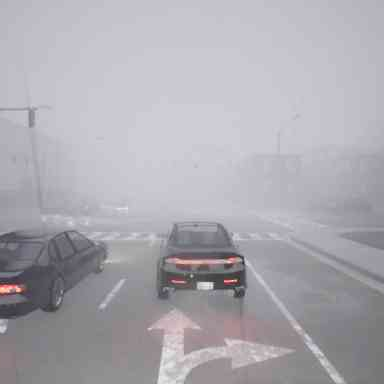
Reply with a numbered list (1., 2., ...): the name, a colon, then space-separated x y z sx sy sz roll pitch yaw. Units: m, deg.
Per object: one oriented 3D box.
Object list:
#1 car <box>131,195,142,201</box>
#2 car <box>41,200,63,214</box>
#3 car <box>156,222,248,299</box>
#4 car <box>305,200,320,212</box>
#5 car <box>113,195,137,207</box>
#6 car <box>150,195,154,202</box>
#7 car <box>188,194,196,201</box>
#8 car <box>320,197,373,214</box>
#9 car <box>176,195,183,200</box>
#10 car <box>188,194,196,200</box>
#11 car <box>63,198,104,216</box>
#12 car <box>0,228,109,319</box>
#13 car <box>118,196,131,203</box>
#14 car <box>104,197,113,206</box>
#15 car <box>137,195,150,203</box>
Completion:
1. car: -14.013 1.585 84.019 1.812 1.442 4.674 0 0 0
2. car: -14.106 1.577 35.488 2.033 1.411 5.357 0 0 0
3. car: 0.113 1.499 8.472 2.128 1.511 4.902 0 0 -3
4. car: 15.706 1.524 38.733 4.902 1.511 2.128 0 0 0
5. car: -10.581 1.535 52.687 2.128 1.511 4.902 0 0 -1
6. car: -10.512 1.541 81.896 1.882 1.535 5.008 0 0 0
7. car: -0.012 1.569 82.485 1.837 1.490 4.892 0 0 0
8. car: 16.535 1.381 35.233 4.553 1.767 2.097 0 0 0
9. car: -3.514 1.601 92.891 1.812 1.442 4.674 0 0 0
10. car: -0.014 1.432 92.876 2.097 1.767 4.553 0 0 0
11. car: -10.606 1.379 32.877 2.097 1.767 4.553 0 0 0
12. car: -3.433 1.554 7.667 2.033 1.411 5.357 0 0 0
13. car: -14.011 1.610 69.299 1.994 1.385 4.181 0 0 0
14. car: -14.091 1.595 57.172 2.033 1.411 5.357 0 0 0
15. car: -10.510 1.535 68.838 1.882 1.535 5.008 0 0 0
